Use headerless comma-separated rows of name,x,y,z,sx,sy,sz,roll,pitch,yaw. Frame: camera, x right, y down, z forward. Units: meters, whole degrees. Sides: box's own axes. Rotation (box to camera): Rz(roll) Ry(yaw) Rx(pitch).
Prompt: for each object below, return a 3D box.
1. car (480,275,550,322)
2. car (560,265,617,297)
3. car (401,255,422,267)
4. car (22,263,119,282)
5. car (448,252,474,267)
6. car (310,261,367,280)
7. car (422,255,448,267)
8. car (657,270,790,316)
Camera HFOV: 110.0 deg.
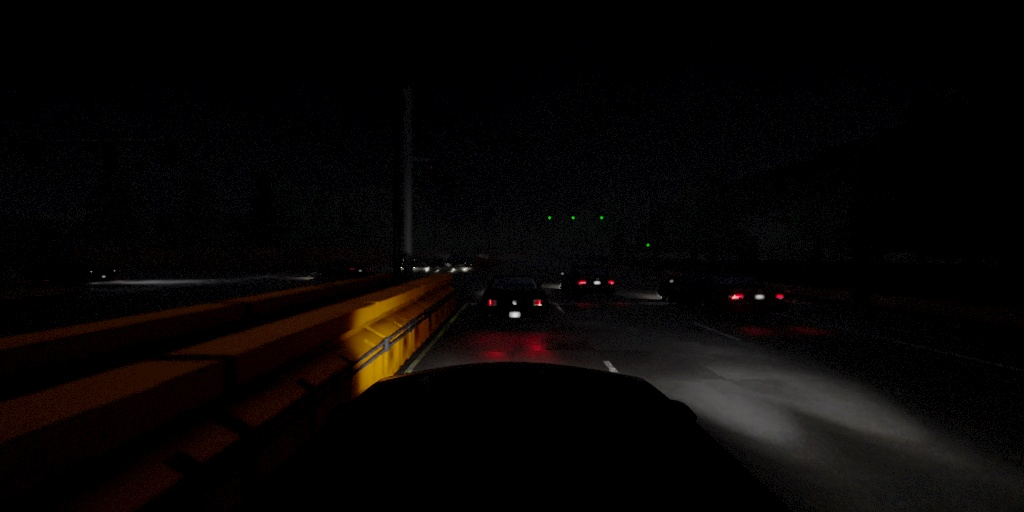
car,0.072,1.255,11.786,1.895,1.301,4.718,0,1,0
car,3.557,1.148,17.513,2.033,1.411,5.357,0,1,0
car,-14.205,0.629,51.150,2.097,1.767,4.553,0,0,0
car,-30.676,1.124,25.026,4.718,1.301,1.895,0,1,0
car,-7.208,0.499,51.030,2.150,2.045,5.566,0,1,0
car,-13.258,1.067,27.421,4.181,1.385,1.994,0,0,18
car,-10.709,0.763,50.432,1.882,1.535,5.008,0,1,0
car,7.069,1.194,12.751,2.033,1.411,5.357,0,1,0
